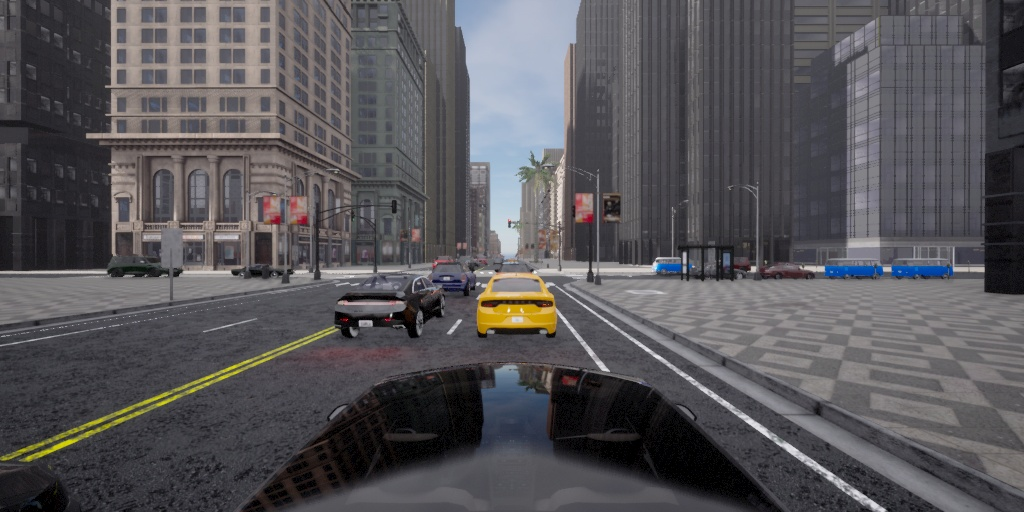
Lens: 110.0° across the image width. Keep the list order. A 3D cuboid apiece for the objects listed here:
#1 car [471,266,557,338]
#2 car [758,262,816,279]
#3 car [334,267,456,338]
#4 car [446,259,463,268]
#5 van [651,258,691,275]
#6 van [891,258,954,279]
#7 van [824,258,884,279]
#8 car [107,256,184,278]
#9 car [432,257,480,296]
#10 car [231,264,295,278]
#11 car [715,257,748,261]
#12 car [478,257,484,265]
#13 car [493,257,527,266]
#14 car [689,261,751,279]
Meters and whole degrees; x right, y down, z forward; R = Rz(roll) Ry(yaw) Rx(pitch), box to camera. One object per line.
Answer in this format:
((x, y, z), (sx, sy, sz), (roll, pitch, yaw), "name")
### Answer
((0.109, 1.227, 10.241), (1.882, 1.535, 5.008), (0, 0, 0), "car")
((22.785, 1.326, 29.856), (4.207, 1.307, 1.802), (0, 0, 0), "car")
((-3.140, 1.241, 10.151), (2.128, 1.511, 4.902), (0, 0, 0), "car")
((-9.744, 1.244, 61.169), (2.128, 1.511, 4.902), (0, 0, 1), "car")
((17.114, 1.065, 38.386), (3.998, 1.789, 1.690), (0, 0, 0), "van")
((34.139, 1.080, 29.845), (3.998, 1.789, 1.690), (0, 0, 0), "van")
((28.462, 1.082, 29.850), (3.998, 1.789, 1.690), (0, 0, 0), "van")
((-33.369, 1.009, 32.678), (5.566, 2.045, 2.150), (0, 0, 0), "car")
((-3.127, 1.102, 19.290), (2.097, 1.767, 4.553), (0, 0, 0), "car")
((-22.548, 1.375, 32.610), (4.718, 1.301, 1.895), (0, 0, 0), "car")
((22.791, 1.035, 38.381), (5.009, 1.841, 2.192), (0, 0, 0), "car")
((-6.497, 1.354, 61.901), (1.895, 1.301, 4.718), (0, 0, 0), "car")
((0.123, 1.102, 19.315), (2.097, 1.767, 4.553), (0, 0, 0), "car")
((17.107, 1.299, 29.861), (4.403, 1.370, 2.007), (0, 0, 0), "car")
